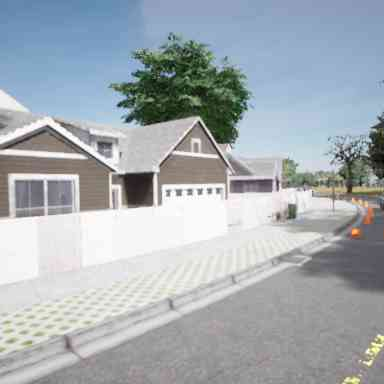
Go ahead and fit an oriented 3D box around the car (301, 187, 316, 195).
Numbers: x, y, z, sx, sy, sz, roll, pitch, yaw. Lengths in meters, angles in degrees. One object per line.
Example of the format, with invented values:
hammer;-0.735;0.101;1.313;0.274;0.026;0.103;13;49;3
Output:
car;24.030;-0.222;69.057;2.097;1.767;4.553;-1;1;-2

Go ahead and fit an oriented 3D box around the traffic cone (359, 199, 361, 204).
traffic cone;17.957;0.980;35.519;0.340;0.580;0.340;-1;1;19

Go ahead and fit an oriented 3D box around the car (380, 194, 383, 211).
car;15.817;0.578;25.615;2.097;1.767;4.553;-1;1;25

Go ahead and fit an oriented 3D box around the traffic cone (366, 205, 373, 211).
traffic cone;11.989;1.317;22.224;0.340;0.580;0.340;-1;1;29

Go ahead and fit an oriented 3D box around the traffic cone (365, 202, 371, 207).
traffic cone;14.221;1.201;26.545;0.340;0.580;0.340;-1;1;26

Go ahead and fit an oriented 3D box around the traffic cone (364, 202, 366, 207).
traffic cone;16.212;1.089;30.981;0.340;0.580;0.340;-1;1;23

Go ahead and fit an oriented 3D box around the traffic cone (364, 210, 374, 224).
traffic cone;9.524;1.437;18.033;0.340;0.580;0.340;-1;1;32
